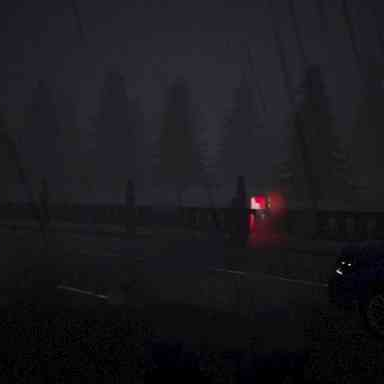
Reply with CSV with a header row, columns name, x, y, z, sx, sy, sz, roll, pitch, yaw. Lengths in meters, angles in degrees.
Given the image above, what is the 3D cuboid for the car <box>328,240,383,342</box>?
name,x,y,z,sx,sy,sz,roll,pitch,yaw
car,4.961,1.221,4.702,5.566,2.045,2.150,0,0,35

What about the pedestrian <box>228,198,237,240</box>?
name,x,y,z,sx,sy,sz,roll,pitch,yaw
pedestrian,1.819,1.141,14.453,0.375,1.860,0.375,0,0,32

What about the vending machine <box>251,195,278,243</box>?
name,x,y,z,sx,sy,sz,roll,pitch,yaw
vending machine,3.324,1.195,15.244,0.880,2.100,1.100,0,0,32
